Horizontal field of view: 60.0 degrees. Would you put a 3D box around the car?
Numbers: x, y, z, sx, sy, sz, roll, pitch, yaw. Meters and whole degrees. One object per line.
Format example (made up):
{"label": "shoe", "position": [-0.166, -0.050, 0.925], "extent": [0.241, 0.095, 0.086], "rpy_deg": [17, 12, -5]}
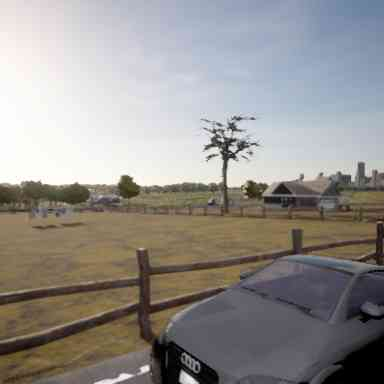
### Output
{"label": "car", "position": [1.593, 1.559, 4.205], "extent": [4.181, 1.385, 1.994], "rpy_deg": [0, 0, -35]}
